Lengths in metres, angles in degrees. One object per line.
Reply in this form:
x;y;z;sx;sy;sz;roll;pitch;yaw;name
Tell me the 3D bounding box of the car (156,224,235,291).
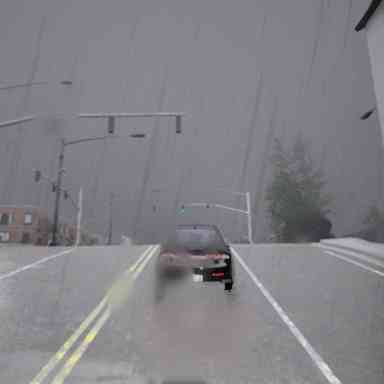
0.088;1.661;9.526;2.128;1.511;4.902;0;-1;0;car
